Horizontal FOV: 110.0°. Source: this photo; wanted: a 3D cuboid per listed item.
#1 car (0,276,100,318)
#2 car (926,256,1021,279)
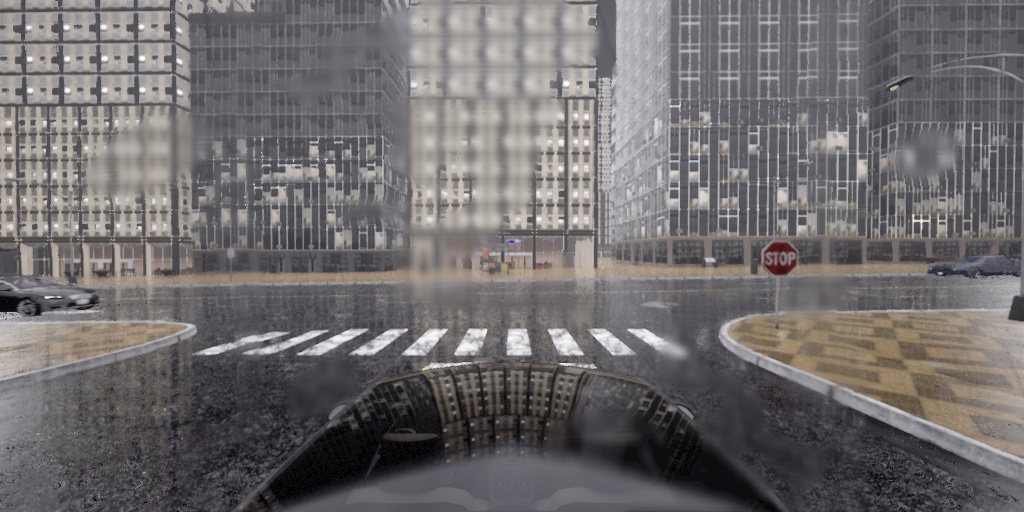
[{"bbox_3d":[-19.168,1.550,13.991,4.902,1.511,2.128,-1,1,1],"label":"car"},{"bbox_3d":[30.370,0.705,23.159,5.357,1.411,2.033,-1,1,1],"label":"car"}]
